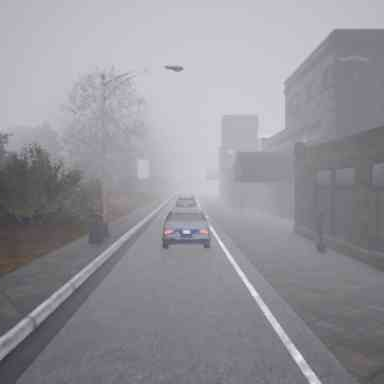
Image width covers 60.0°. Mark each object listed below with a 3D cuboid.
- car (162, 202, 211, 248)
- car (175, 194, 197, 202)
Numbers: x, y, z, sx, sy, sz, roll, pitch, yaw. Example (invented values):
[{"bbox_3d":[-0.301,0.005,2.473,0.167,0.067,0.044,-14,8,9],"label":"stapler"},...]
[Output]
[{"bbox_3d":[-0.237,1.367,13.885,2.033,1.411,5.357,0,1,-1],"label":"car"},{"bbox_3d":[-0.536,0.926,31.621,2.128,1.511,4.902,0,2,-1],"label":"car"}]
